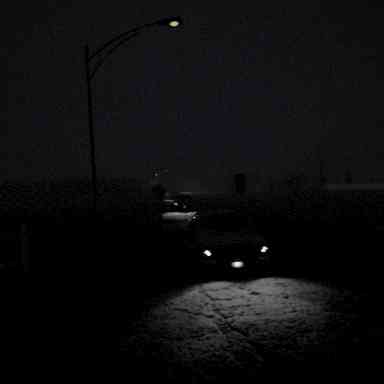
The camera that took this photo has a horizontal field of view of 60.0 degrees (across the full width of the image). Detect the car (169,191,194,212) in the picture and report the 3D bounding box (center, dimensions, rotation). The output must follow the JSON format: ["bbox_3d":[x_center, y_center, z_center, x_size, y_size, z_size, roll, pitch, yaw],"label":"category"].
[{"bbox_3d":[-0.831,0.924,30.149,1.812,1.442,4.674,-3,1,-5],"label":"car"}]

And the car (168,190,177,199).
[{"bbox_3d":[-3.022,0.450,55.813,1.812,1.442,4.674,-3,1,-5],"label":"car"}]

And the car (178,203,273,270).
[{"bbox_3d":[0.841,1.279,10.492,2.033,1.411,5.357,-3,1,-5],"label":"car"}]
